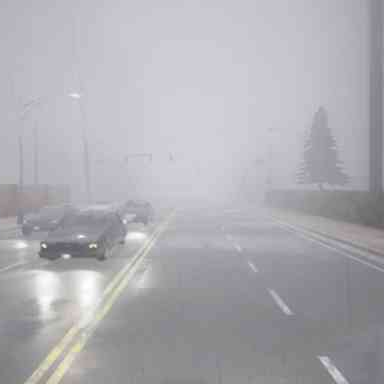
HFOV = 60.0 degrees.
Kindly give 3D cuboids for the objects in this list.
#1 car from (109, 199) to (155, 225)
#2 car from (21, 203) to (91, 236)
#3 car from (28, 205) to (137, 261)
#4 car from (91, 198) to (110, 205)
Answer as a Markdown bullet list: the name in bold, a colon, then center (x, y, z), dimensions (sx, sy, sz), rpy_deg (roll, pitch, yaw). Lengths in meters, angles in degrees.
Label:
- **car**: center (-3.580, 1.273, 21.785), dimensions (2.128, 1.511, 4.902), rpy_deg (0, 1, 0)
- **car**: center (-7.090, 1.354, 17.489), dimensions (1.812, 1.442, 4.674), rpy_deg (0, 1, 0)
- **car**: center (-3.593, 1.432, 12.160), dimensions (2.033, 1.411, 5.357), rpy_deg (0, 1, 0)
- **car**: center (-7.053, 1.257, 26.588), dimensions (1.812, 1.442, 4.674), rpy_deg (0, 1, 0)
